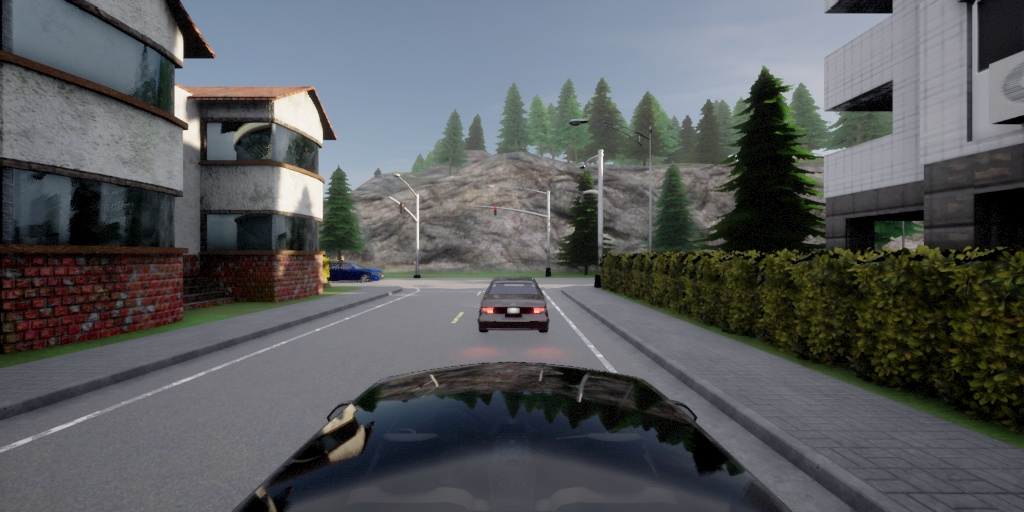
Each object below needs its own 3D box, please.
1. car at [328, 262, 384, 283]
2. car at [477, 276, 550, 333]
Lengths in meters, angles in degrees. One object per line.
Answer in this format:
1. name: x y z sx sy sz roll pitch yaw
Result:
1. car: -12.196 1.227 26.859 5.008 1.535 1.882 0 0 1
2. car: 0.052 1.297 10.728 2.033 1.411 5.357 0 0 0
